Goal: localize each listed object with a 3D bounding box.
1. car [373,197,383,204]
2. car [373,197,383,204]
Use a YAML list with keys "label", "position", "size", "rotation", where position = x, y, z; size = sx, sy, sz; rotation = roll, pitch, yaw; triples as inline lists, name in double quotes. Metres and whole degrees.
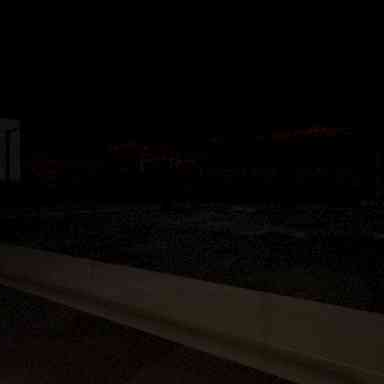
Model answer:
- label: "car"
  position: [37.535, 1.734, 65.320]
  size: [2.038, 1.542, 4.974]
  rotation: [1, 1, 6]
- label: "car"
  position: [37.542, 1.576, 65.370]
  size: [1.853, 1.218, 4.536]
  rotation: [1, 1, 6]
